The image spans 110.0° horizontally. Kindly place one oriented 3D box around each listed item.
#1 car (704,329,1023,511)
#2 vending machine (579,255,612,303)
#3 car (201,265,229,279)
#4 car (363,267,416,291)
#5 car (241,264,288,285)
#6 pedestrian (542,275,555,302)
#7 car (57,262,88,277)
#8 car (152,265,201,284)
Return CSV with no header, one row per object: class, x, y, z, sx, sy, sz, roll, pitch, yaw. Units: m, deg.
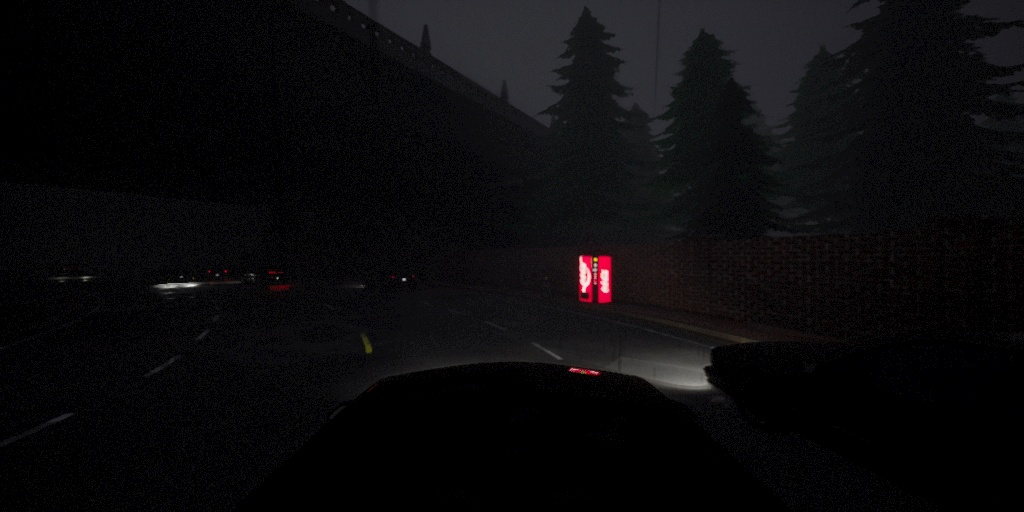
car,3.929,1.288,2.593,2.033,1.411,5.357,0,0,-9
vending machine,3.450,0.962,14.847,1.100,2.100,0.880,0,0,-31
car,-29.427,1.495,34.859,4.718,1.301,1.895,0,0,35
car,-7.807,1.376,22.714,1.994,1.385,4.181,0,0,-44
car,-18.938,1.357,27.403,4.892,1.490,1.837,0,0,36
pedestrian,1.551,1.346,15.294,0.375,1.300,0.375,0,0,-33
car,-47.852,1.430,39.019,5.008,1.535,1.882,-1,0,35
car,-27.094,1.440,28.745,4.181,1.385,1.994,0,0,35
